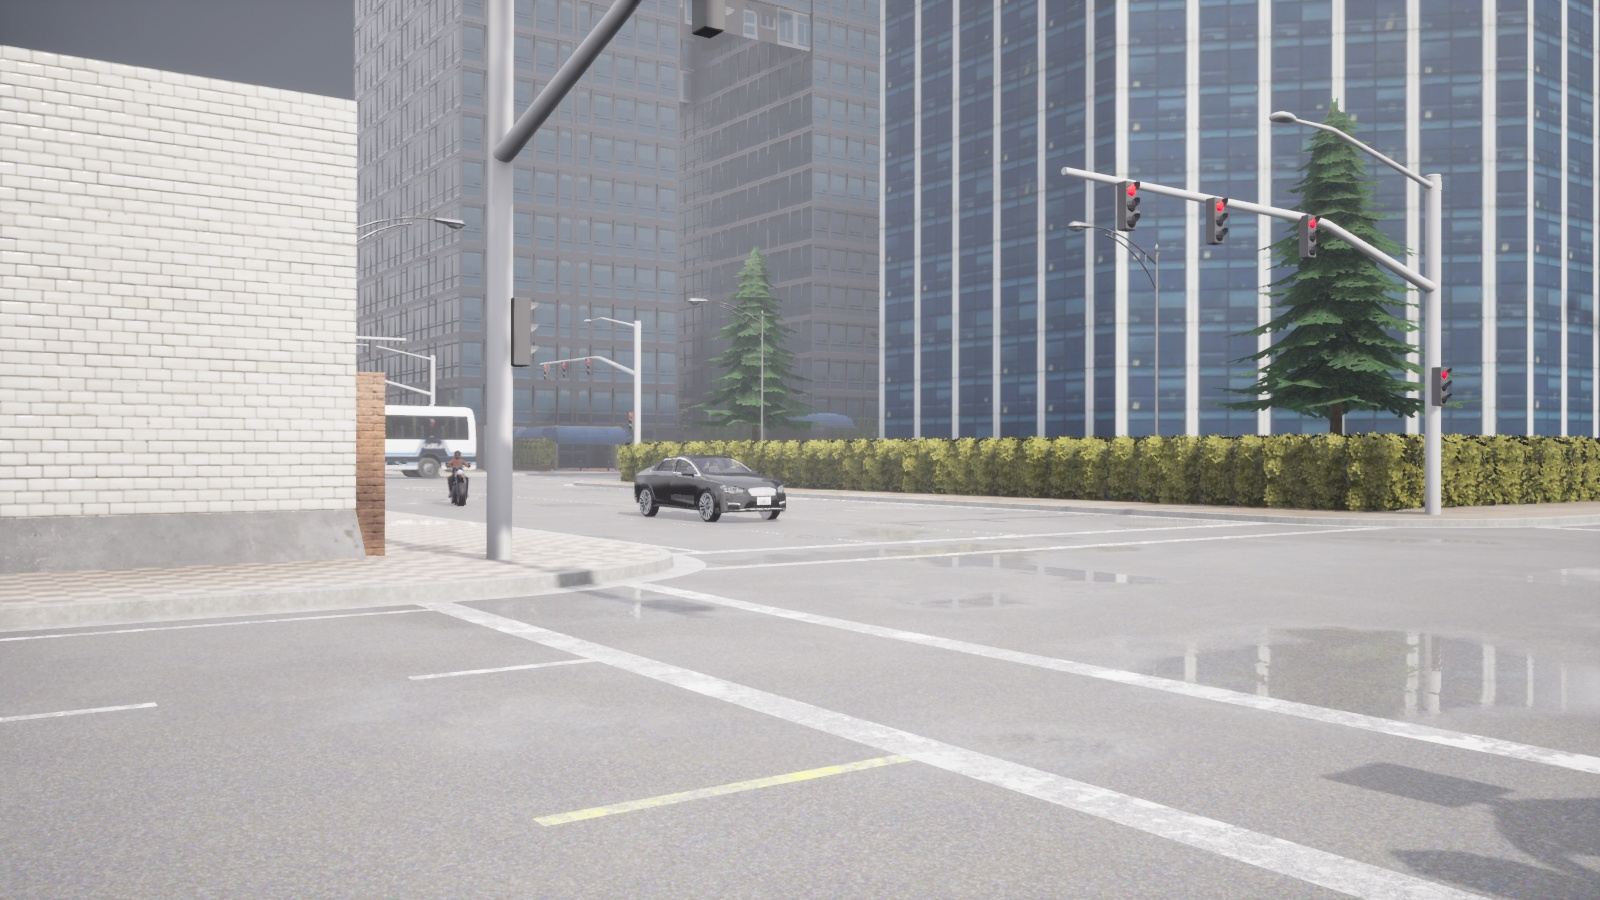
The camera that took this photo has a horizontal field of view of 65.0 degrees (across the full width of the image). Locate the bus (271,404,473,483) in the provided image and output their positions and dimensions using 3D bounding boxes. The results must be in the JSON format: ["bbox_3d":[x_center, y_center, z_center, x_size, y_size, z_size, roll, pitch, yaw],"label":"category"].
[{"bbox_3d":[-24.523,-0.347,72.272,10.273,4.253,3.944,0,0,-36],"label":"bus"}]

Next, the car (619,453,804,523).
[{"bbox_3d":[-2.194,0.834,29.697,2.128,1.511,4.902,0,0,-35],"label":"car"}]

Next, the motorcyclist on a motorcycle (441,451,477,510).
[{"bbox_3d":[-9.912,0.861,36.472,0.766,1.649,2.350,0,0,-21],"label":"motorcyclist on a motorcycle"}]
